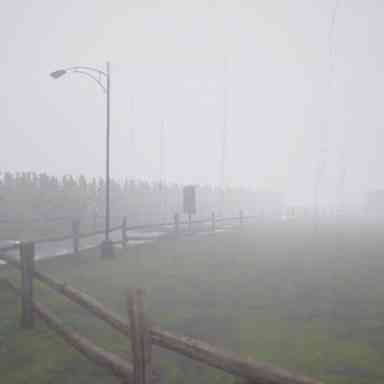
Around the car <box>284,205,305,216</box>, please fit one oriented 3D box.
[{"bbox_3d":[15.251,2.705,49.114,1.882,1.535,5.008,-1,-2,36],"label":"car"}]
